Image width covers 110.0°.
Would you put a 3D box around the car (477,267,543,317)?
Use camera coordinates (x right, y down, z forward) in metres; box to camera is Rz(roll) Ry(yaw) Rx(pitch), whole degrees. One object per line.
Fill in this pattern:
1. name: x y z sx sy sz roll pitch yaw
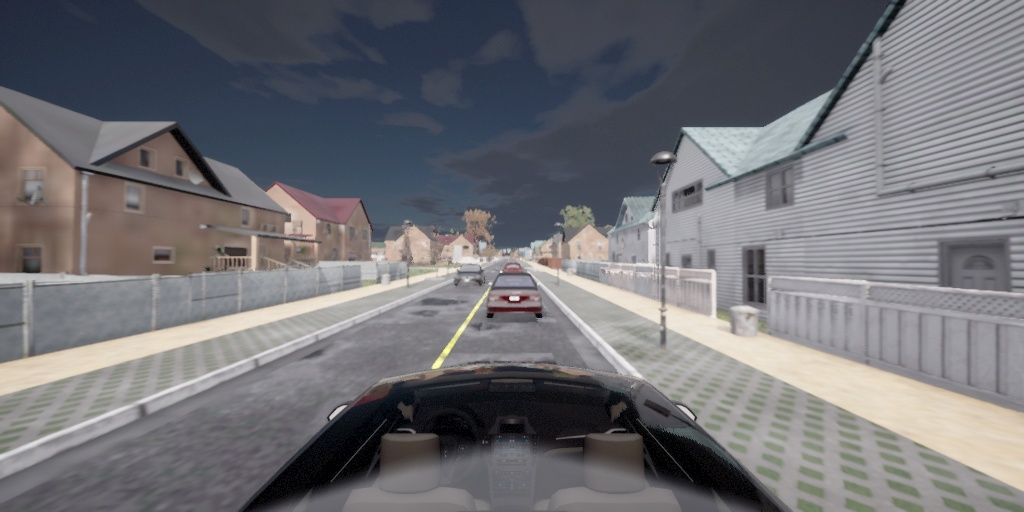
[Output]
1. car: 0.084 1.304 13.122 2.033 1.411 5.357 0 0 0

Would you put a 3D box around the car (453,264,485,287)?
1. car: -2.842 1.287 24.966 1.812 1.442 4.674 0 0 0

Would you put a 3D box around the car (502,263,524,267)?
1. car: 0.090 1.289 30.814 1.812 1.442 4.674 0 0 0
